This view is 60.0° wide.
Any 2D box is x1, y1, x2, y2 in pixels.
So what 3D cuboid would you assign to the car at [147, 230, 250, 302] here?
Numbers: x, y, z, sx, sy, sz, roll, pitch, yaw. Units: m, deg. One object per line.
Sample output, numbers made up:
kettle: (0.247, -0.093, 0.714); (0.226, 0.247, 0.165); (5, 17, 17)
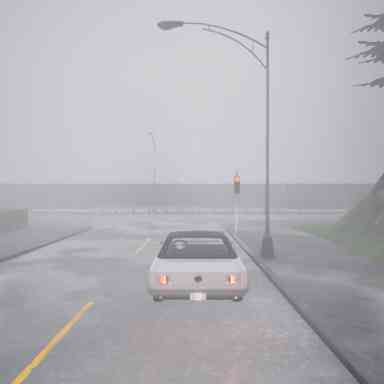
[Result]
car: (0.116, 1.601, 8.226); (1.895, 1.301, 4.718); (0, 0, 0)
